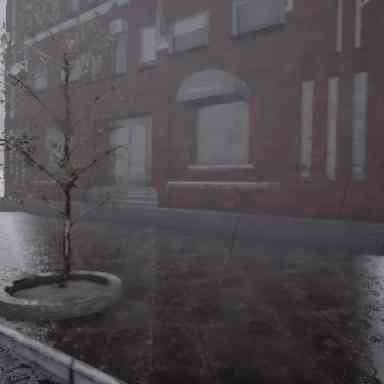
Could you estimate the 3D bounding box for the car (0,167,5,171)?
[{"bbox_3d":[-26.261,-3.486,49.072,4.892,1.521,2.231,1,1,27],"label":"car"}]
